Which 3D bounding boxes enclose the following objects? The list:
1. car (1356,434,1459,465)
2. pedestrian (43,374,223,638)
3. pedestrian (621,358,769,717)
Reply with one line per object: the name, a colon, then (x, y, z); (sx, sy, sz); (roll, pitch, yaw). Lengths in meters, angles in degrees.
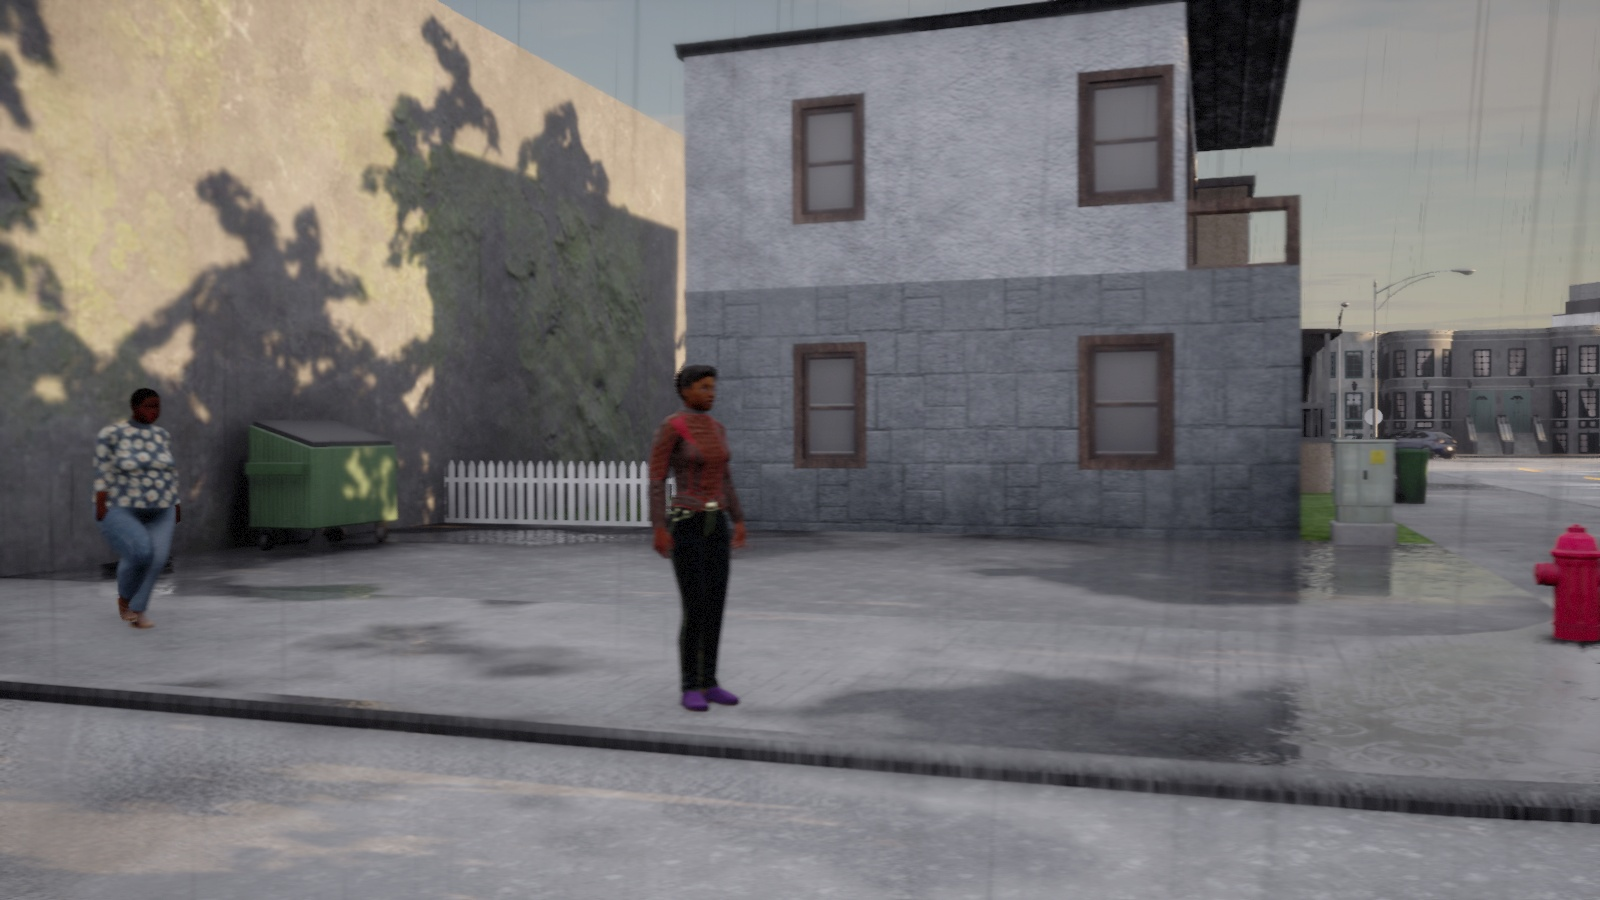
car: (29.832, -0.056, 61.758); (1.816, 1.474, 4.193); (0, 1, -32)
pedestrian: (-5.019, 0.386, 9.460); (0.900, 1.855, 0.874); (1, 1, 35)
pedestrian: (-0.574, 0.434, 6.731); (0.328, 1.805, 0.869); (-1, 1, -42)
